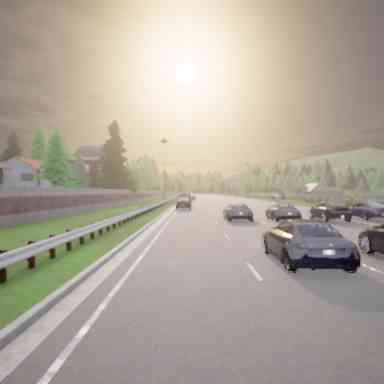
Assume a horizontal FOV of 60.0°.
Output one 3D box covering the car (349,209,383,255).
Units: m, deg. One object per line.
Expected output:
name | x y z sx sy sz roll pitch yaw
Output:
car | 7.096 1.494 10.419 1.837 1.490 4.892 0 0 0

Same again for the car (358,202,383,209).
car | 14.095 1.499 26.725 1.812 1.442 4.674 0 0 0

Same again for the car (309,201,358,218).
car | 10.595 1.479 25.794 1.837 1.490 4.892 0 0 0

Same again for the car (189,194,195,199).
car | -0.009 1.264 93.054 1.837 1.490 4.892 0 0 0

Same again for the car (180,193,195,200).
car | -1.056 1.170 52.463 2.150 2.045 5.566 0 0 0

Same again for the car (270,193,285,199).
car | 22.911 1.124 88.544 3.866 1.878 1.905 0 0 0

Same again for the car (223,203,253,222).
car | 3.594 1.537 26.388 1.994 1.385 4.181 0 0 0

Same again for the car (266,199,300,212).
car | 7.095 1.538 26.174 1.994 1.385 4.181 0 0 0

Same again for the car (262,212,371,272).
car | 3.596 1.553 10.735 1.994 1.385 4.181 0 0 0

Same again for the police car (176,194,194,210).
police car | -1.055 1.382 42.543 1.930 1.638 5.238 0 0 0
